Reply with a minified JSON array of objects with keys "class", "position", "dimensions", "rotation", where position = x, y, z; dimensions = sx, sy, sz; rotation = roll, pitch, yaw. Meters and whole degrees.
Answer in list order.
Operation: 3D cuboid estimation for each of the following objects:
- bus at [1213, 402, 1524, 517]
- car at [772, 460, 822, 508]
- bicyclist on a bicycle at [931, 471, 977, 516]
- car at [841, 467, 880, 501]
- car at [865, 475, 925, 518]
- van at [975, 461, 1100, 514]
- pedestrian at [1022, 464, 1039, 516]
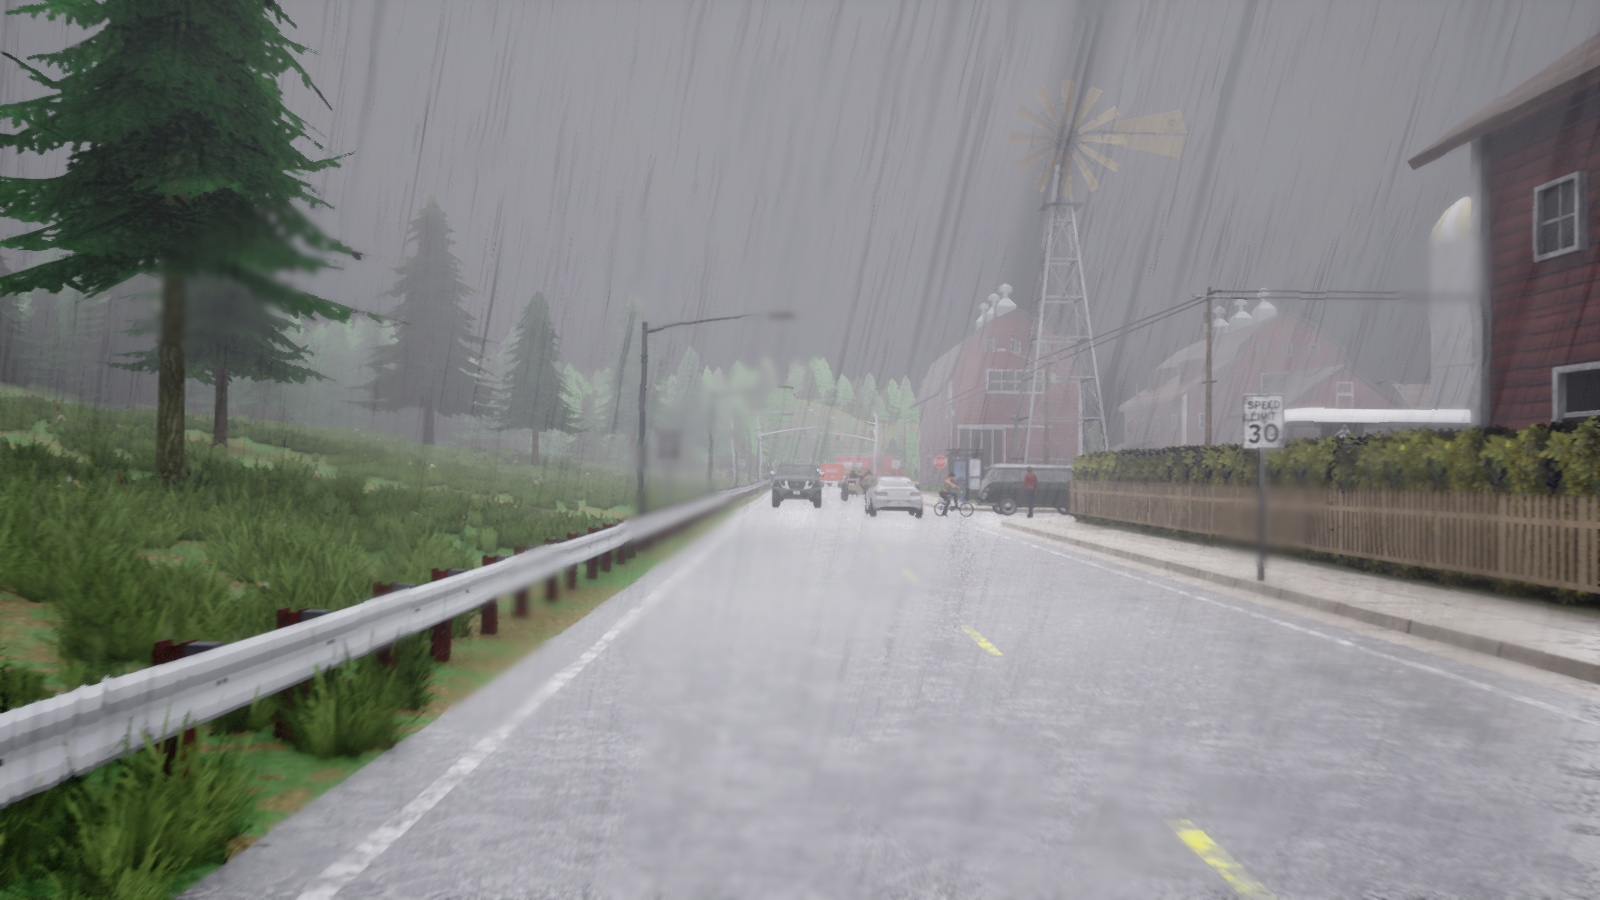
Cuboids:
[{"class":"bus","position":[21.852,0.377,48.785],"dimensions":[10.273,4.253,3.944],"rotation":[0,-1,0]},{"class":"car","position":[-0.119,1.522,56.641],"dimensions":[2.150,2.045,5.566],"rotation":[0,-1,0]},{"class":"bicyclist on a bicycle","position":[5.625,1.578,45.942],"dimensions":[1.509,1.612,0.866],"rotation":[0,-1,20]},{"class":"car","position":[3.350,1.858,69.743],"dimensions":[1.932,1.855,4.605],"rotation":[0,-1,0]},{"class":"car","position":[3.405,1.653,45.562],"dimensions":[1.812,1.442,4.674],"rotation":[0,-1,0]},{"class":"van","position":[9.156,1.454,48.618],"dimensions":[4.442,1.987,1.775],"rotation":[0,-1,-2]},{"class":"pedestrian","position":[8.153,1.411,44.418],"dimensions":[0.331,1.846,0.636],"rotation":[0,-1,-14]}]
